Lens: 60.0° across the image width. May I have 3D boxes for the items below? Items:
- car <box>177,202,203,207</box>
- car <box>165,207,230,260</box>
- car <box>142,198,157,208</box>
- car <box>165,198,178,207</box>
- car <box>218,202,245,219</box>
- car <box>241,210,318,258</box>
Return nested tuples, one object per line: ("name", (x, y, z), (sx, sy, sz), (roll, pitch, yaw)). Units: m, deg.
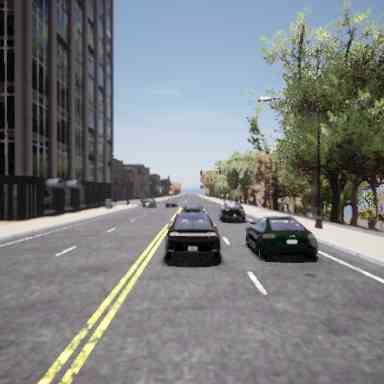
("car", (0.041, 1.656, 27.874), (1.994, 1.385, 4.181), (0, 0, 0))
("car", (0.041, 1.533, 12.636), (2.128, 1.511, 4.902), (0, 0, 0))
("car", (-6.557, 1.661, 51.433), (2.128, 1.511, 4.902), (0, 0, 0))
("car", (-3.288, 1.724, 53.594), (2.033, 1.411, 5.357), (0, 0, 1))
("car", (3.288, 1.582, 27.639), (2.128, 1.511, 4.902), (0, 0, 0))
("car", (3.296, 1.607, 12.917), (1.994, 1.385, 4.181), (0, 0, 0))
